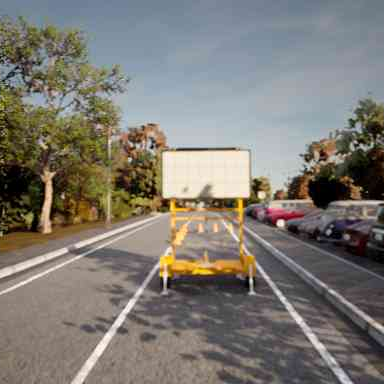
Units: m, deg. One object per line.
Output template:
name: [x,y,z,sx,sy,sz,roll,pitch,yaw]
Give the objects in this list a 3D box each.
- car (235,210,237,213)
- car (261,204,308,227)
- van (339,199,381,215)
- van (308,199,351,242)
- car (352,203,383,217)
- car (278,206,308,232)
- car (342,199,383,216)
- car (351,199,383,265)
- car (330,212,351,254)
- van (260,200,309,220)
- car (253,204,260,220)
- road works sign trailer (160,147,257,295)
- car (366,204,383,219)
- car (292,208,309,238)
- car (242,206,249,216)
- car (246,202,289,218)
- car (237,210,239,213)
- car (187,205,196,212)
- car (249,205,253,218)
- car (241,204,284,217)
car: [8.839,2.437,47.247,5.366,1.575,1.946,-1,-2,2]
car: [8.136,1.862,25.071,5.008,1.535,2.097,-1,-1,2]
van: [22.093,2.000,43.850,4.442,1.987,1.878,-1,-2,2]
van: [7.565,1.374,13.988,4.442,1.987,1.878,-1,-1,2]
car: [21.564,2.069,38.202,5.366,1.575,1.946,-1,-1,2]
car: [7.877,1.760,19.526,4.792,1.488,2.163,-1,-1,2]
car: [21.886,1.890,40.965,5.566,2.045,2.435,-1,-2,2]
car: [7.487,1.231,8.452,5.566,2.045,2.435,-1,0,2]
car: [7.601,1.562,11.197,4.792,1.488,2.163,-1,-1,2]
van: [8.357,1.701,27.845,4.442,1.987,1.878,-1,-1,2]
car: [8.357,2.034,30.616,4.674,1.452,2.002,-1,-1,2]
road works sign trailer: [0.391,0.590,9.077,2.380,3.560,2.880,0,-1,1]
car: [21.631,2.004,35.430,4.892,1.521,2.231,-1,-1,2]
car: [7.798,1.704,16.750,4.674,1.452,2.002,-1,-1,2]
car: [8.547,1.875,36.171,5.566,2.045,2.435,-1,-1,2]
car: [8.719,2.069,38.934,4.553,1.767,2.185,-1,-1,2]
car: [8.918,2.350,44.474,4.892,1.521,2.231,-1,-2,2]
car: [-0.043,3.922,79.183,2.097,1.767,4.553,-1,-3,2]
car: [8.495,2.089,33.388,4.792,1.488,2.163,-1,-1,2]
car: [8.807,2.267,41.705,5.008,1.535,2.097,-1,-2,2]
